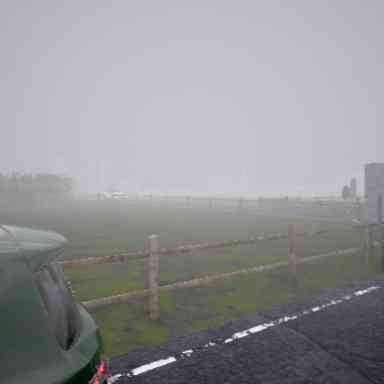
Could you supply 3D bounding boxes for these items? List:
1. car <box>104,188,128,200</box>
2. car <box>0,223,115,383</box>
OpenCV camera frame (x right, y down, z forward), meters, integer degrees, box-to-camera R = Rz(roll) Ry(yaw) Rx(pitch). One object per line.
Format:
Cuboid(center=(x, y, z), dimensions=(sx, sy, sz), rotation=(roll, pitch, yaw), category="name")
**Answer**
Cuboid(center=(-12.545, 0.422, 54.458), dimensions=(2.150, 2.045, 5.566), rotation=(0, 1, -37), category="car")
Cuboid(center=(-2.984, 1.235, 0.935), dimensions=(5.566, 2.045, 2.150), rotation=(0, 0, -35), category="car")
